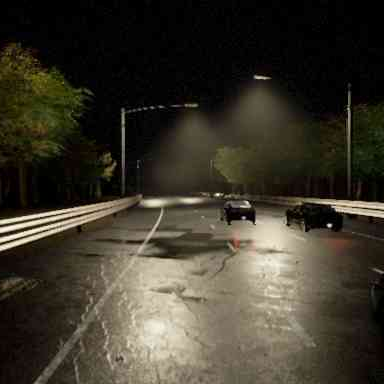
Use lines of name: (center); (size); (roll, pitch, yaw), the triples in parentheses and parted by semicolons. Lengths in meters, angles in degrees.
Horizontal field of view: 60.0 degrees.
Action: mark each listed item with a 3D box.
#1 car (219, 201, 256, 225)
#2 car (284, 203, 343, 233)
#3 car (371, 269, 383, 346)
car: (2.994, 1.339, 22.448); (2.128, 1.511, 4.902); (0, 0, -3)
car: (6.665, 1.372, 18.771); (1.837, 1.490, 4.892); (0, 0, -2)
car: (3.569, 1.203, 2.242); (2.150, 2.045, 5.566); (0, 0, 0)
